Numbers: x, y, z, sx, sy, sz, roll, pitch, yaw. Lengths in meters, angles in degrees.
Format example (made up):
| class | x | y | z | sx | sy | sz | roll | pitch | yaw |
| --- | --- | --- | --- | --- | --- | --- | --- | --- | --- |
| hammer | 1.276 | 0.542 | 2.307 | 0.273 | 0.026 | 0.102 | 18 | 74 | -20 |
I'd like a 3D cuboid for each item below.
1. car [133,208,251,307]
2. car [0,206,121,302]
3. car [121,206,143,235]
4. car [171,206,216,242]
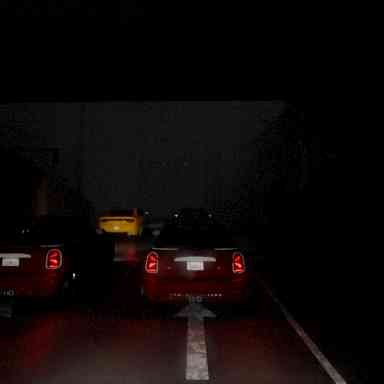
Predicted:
| class | x | y | z | sx | sy | sz | roll | pitch | yaw |
| --- | --- | --- | --- | --- | --- | --- | --- | --- | --- |
| car | 0.067 | 1.352 | 8.113 | 2.097 | 1.767 | 4.553 | 0 | 0 | 0 |
| car | -3.428 | 1.352 | 8.440 | 2.097 | 1.767 | 4.553 | 0 | 0 | 0 |
| car | -3.431 | 1.478 | 17.529 | 1.882 | 1.535 | 5.008 | 0 | 0 | 0 |
| car | 0.070 | 1.547 | 17.639 | 2.033 | 1.411 | 5.357 | 0 | 0 | 0 |
